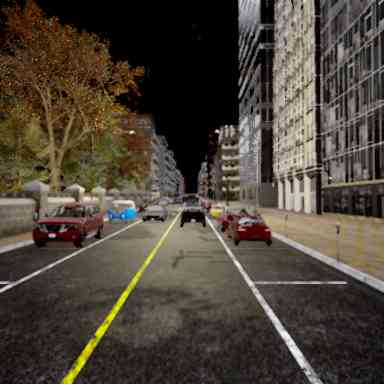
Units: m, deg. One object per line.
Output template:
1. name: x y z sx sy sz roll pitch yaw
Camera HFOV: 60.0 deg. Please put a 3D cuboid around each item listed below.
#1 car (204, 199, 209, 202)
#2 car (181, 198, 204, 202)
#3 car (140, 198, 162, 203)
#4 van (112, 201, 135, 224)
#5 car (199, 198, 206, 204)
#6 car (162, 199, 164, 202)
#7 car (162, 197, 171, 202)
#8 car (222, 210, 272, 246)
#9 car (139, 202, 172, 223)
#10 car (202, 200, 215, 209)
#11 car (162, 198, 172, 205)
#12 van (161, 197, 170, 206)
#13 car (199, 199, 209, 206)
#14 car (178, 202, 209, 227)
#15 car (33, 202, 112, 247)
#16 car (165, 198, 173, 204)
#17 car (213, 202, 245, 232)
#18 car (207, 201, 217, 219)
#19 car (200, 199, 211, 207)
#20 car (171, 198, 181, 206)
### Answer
1. car: 2.654 1.882 44.094 1.967 1.590 4.097 1 -1 0
2. car: 0.058 1.768 41.343 2.097 1.767 4.553 0 -1 0
3. car: -5.725 1.758 44.128 2.192 1.841 5.009 1 -1 0
4. van: -5.708 1.621 27.286 1.690 1.788 3.998 1 -1 0
5. car: 2.613 2.313 83.583 1.752 1.417 4.829 1 0 0
6. car: -5.733 2.040 49.739 1.887 1.381 4.507 1 -1 0
7. car: -5.750 2.168 66.410 1.752 1.417 4.829 1 0 0
8. car: 2.681 1.749 16.006 1.802 1.307 4.206 1 -1 0
9. car: -3.131 1.845 29.087 2.033 1.411 5.357 0 -1 0
10. car: 2.641 2.089 55.328 1.887 1.381 4.507 1 -1 0
11. car: -5.761 2.180 77.808 1.967 1.590 4.097 1 0 0
12. van: -5.754 2.034 72.195 1.690 1.788 3.998 1 0 0
13. car: 2.624 2.236 72.179 1.887 1.381 4.507 1 0 0
14. car: 0.074 1.764 25.305 1.837 1.490 4.892 0 -1 0
15. car: -5.697 1.483 16.059 2.192 1.841 5.009 1 -1 0
16. car: -5.767 2.312 83.251 1.752 1.417 4.829 1 0 0
17. car: 2.677 1.663 21.625 1.967 1.590 4.097 1 -1 0
18. car: 2.664 1.861 33.029 1.752 1.417 4.829 1 -1 0
19. car: 2.630 2.187 66.563 1.887 1.381 4.507 1 0 0
20. car: -3.074 2.027 70.312 2.097 1.767 4.553 0 0 0
